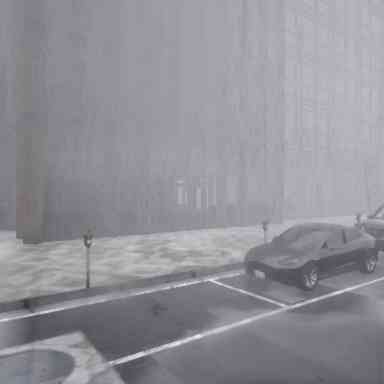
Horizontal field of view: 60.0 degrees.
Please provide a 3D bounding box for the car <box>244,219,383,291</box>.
[{"bbox_3d":[3.369,1.566,9.047,4.313,1.339,1.947,0,0,-35],"label":"car"}]

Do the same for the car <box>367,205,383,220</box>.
[{"bbox_3d":[7.958,1.317,12.319,5.009,1.841,2.192,0,0,-35],"label":"car"}]
